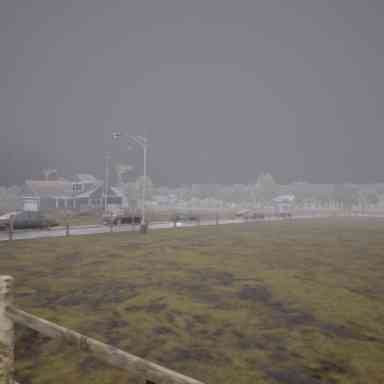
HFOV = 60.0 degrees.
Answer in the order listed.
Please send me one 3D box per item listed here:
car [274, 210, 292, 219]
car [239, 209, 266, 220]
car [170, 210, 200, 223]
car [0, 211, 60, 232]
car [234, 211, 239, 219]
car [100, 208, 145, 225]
[{"bbox_3d":[16.299,3.914,59.190,1.882,1.535,5.008,0,-3,35],"label":"car"},{"bbox_3d":[9.492,3.422,49.572,2.128,1.511,4.902,0,-3,35],"label":"car"},{"bbox_3d":[-0.820,2.922,40.104,1.994,1.385,4.181,0,-2,35],"label":"car"},{"bbox_3d":[-12.249,2.105,23.891,2.033,1.411,5.357,0,-2,34],"label":"car"},{"bbox_3d":[8.472,3.509,53.077,1.882,1.535,5.008,0,-3,36],"label":"car"},{"bbox_3d":[-6.606,2.300,31.933,2.097,1.767,4.553,0,-2,35],"label":"car"}]
